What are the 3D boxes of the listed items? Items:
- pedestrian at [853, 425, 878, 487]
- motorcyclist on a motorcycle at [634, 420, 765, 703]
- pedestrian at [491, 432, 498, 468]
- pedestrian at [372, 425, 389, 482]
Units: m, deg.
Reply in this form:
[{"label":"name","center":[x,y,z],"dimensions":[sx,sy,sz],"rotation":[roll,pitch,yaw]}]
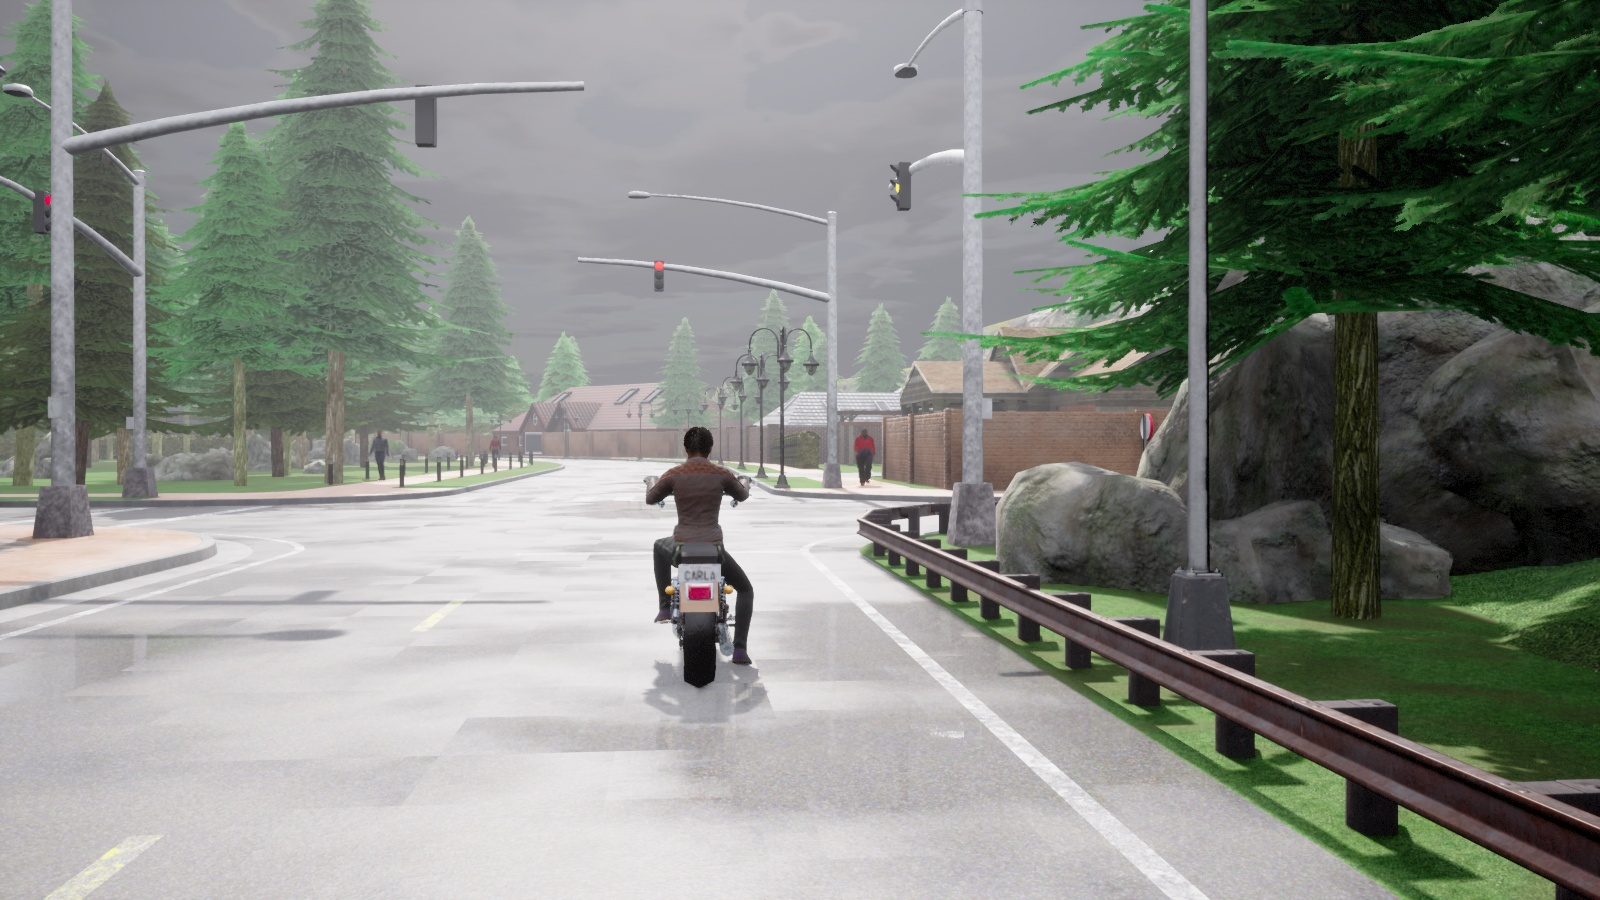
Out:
[{"label":"pedestrian","center":[1.963,0.170,37.806],"dimensions":[0.634,1.844,0.899],"rotation":[0,0,-5]},{"label":"motorcyclist on a motorcycle","center":[-0.693,0.648,8.534],"dimensions":[0.766,1.649,2.350],"rotation":[0,0,-5]},{"label":"pedestrian","center":[-15.999,-0.012,65.760],"dimensions":[0.331,1.846,0.636],"rotation":[0,0,-9]},{"label":"pedestrian","center":[-14.634,0.113,43.823],"dimensions":[0.423,1.949,0.788],"rotation":[0,0,-6]}]
